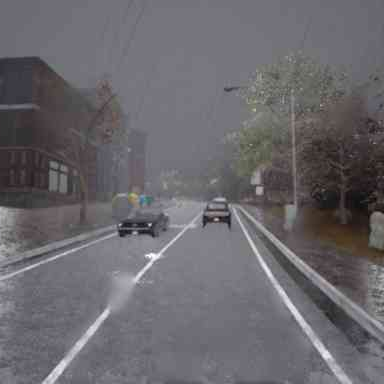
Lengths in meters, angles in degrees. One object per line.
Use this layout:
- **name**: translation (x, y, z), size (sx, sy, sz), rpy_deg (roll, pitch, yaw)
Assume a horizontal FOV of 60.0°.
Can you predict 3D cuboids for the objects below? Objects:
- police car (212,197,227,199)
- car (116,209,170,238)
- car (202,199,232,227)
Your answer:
- **police car**: translation (3.475, 1.408, 41.456), size (1.930, 1.638, 5.238), rpy_deg (0, 0, 5)
- **car**: translation (-2.466, 1.607, 17.722), size (1.895, 1.301, 4.718), rpy_deg (0, 0, 6)
- **car**: translation (1.715, 1.476, 22.788), size (2.128, 1.511, 4.902), rpy_deg (0, 0, 5)
